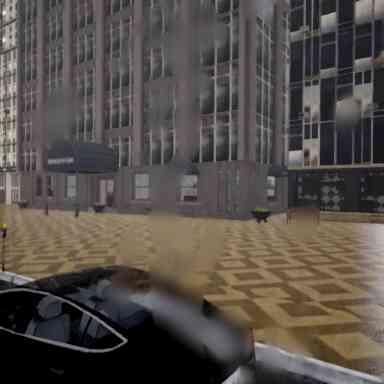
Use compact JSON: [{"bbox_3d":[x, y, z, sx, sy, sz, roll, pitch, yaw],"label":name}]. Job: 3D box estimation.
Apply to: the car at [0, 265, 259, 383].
[{"bbox_3d":[-1.367,1.564,3.841,4.313,1.339,1.947,0,1,35],"label":"car"}]
